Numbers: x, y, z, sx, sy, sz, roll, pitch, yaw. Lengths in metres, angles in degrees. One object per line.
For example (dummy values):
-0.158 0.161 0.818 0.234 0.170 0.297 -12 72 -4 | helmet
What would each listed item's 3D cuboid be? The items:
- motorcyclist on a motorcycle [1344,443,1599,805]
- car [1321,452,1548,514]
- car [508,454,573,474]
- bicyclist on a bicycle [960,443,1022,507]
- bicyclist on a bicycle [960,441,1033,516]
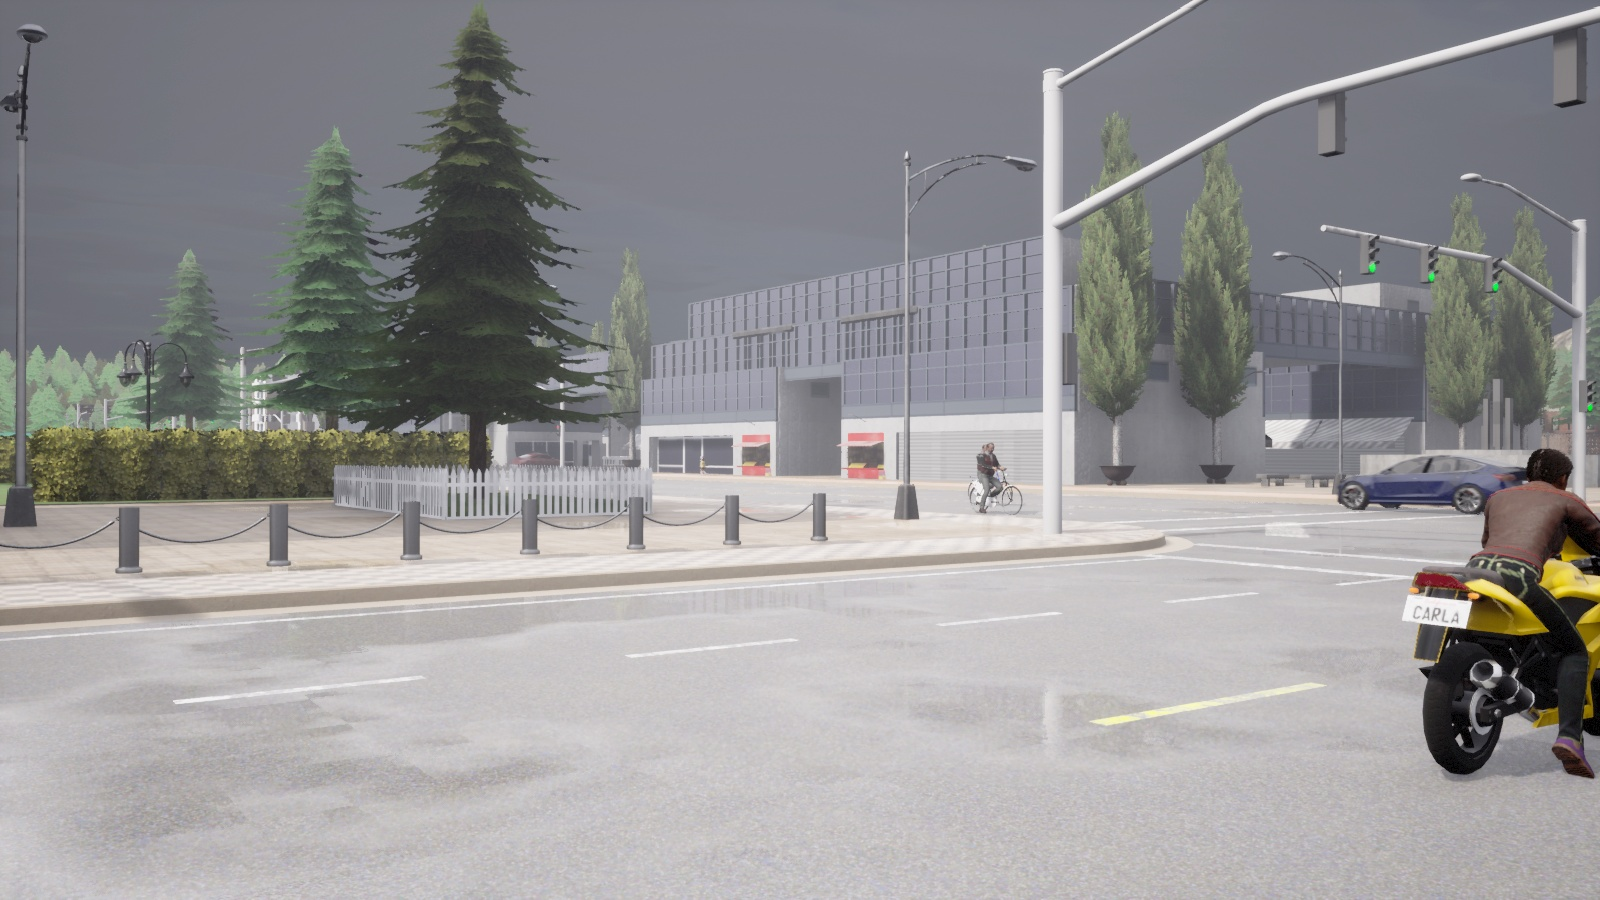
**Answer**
3.643 0.734 6.198 2.044 1.523 0.797 0 0 -35 | motorcyclist on a motorcycle
16.320 0.790 32.520 2.163 1.488 4.792 0 0 -35 | car
-19.619 1.045 95.126 1.812 1.442 4.674 -1 0 41 | car
5.441 0.692 35.879 0.659 1.776 1.843 0 0 -35 | bicyclist on a bicycle
4.793 0.680 30.691 0.659 1.776 1.843 0 0 -35 | bicyclist on a bicycle
